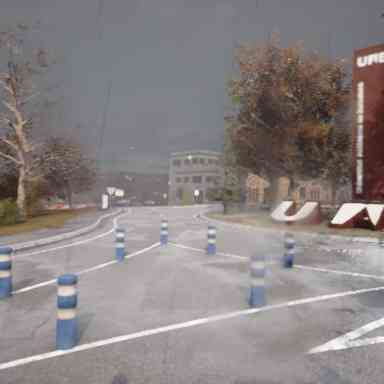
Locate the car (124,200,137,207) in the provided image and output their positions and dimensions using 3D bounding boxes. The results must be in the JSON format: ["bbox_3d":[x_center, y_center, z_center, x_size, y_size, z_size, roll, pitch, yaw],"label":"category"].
[{"bbox_3d":[-12.935,2.929,76.512,2.163,1.488,4.792,1,-3,-42],"label":"car"}]

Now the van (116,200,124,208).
[{"bbox_3d":[-16.716,2.962,80.667,1.878,1.987,4.442,1,-3,-42],"label":"van"}]

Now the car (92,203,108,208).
[{"bbox_3d":[-24.055,3.790,88.730,2.002,1.452,4.674,1,-3,-42],"label":"car"}]

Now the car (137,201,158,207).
[{"bbox_3d":[-9.227,2.657,72.464,2.002,1.452,4.674,3,-5,-42],"label":"car"}]
